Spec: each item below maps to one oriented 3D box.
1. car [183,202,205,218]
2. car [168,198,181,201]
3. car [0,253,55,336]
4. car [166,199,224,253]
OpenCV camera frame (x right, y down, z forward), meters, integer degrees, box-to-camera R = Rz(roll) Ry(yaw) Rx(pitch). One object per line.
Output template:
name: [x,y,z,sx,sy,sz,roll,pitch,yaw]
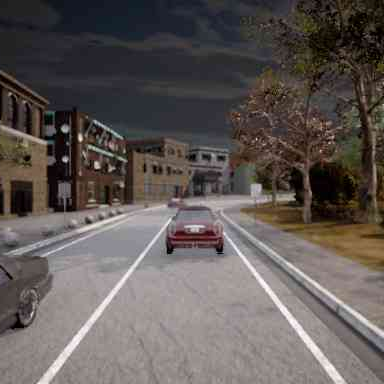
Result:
car: [0.256,1.598,30.759,1.895,1.301,4.718,0,0,2]
car: [-2.201,1.523,46.136,1.812,1.442,4.674,0,0,6]
car: [-3.601,1.547,4.195,2.033,1.411,5.357,0,0,0]
car: [0.100,1.351,13.760,2.097,1.767,4.553,0,0,0]
